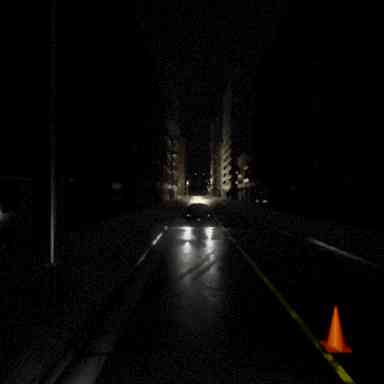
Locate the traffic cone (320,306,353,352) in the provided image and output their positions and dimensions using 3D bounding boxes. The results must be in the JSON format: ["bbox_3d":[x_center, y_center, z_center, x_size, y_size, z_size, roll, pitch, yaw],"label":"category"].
[{"bbox_3d":[2.094,1.960,4.843,0.340,0.580,0.340,0,0,0],"label":"traffic cone"}]

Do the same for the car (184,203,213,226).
[{"bbox_3d":[0.460,1.496,23.570,1.812,1.442,4.674,0,0,0],"label":"car"}]
